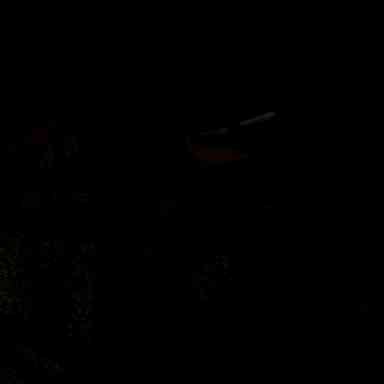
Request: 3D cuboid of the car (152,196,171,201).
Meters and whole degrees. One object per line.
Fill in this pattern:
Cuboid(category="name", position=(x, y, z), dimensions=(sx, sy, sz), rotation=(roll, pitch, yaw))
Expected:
Cuboid(category="car", position=(-6.672, 1.772, 64.622), dimensions=(5.566, 2.045, 2.150), rotation=(0, -1, -44))
